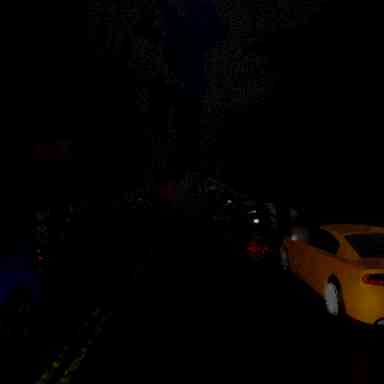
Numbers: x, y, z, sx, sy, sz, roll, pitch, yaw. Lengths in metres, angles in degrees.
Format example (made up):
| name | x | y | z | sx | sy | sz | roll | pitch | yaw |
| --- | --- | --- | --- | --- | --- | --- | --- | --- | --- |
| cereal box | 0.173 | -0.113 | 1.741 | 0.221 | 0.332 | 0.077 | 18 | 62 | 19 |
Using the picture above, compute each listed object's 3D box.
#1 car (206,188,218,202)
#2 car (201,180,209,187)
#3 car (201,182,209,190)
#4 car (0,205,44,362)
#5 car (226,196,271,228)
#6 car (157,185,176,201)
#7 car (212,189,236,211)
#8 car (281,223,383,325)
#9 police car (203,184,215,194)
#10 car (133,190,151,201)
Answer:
| name | x | y | z | sx | sy | sz | roll | pitch | yaw |
| --- | --- | --- | --- | --- | --- | --- | --- | --- | --- |
| car | 3.244 | 0.523 | 41.956 | 1.994 | 1.385 | 4.181 | 0 | 2 | 0 |
| car | 3.237 | -2.179 | 85.842 | 1.837 | 1.490 | 4.892 | 0 | 5 | 0 |
| car | 3.240 | -0.603 | 63.912 | 2.033 | 1.649 | 4.856 | 0 | 3 | 0 |
| car | -3.351 | 1.199 | 2.902 | 2.150 | 2.045 | 5.566 | 0 | 0 | 0 |
| car | 3.347 | 1.205 | 19.753 | 1.837 | 1.490 | 4.892 | 0 | 1 | 0 |
| car | -3.347 | 0.084 | 44.321 | 2.150 | 2.045 | 5.566 | 0 | 3 | 0 |
| car | 3.245 | 0.806 | 30.963 | 2.033 | 1.649 | 4.856 | 0 | 2 | 0 |
| car | 3.350 | 1.409 | 7.133 | 1.882 | 1.535 | 5.008 | 0 | 1 | 0 |
| police car | 3.242 | -0.060 | 53.050 | 1.930 | 1.638 | 5.238 | 0 | 2 | 0 |
| car | -6.592 | 0.405 | 44.537 | 2.033 | 1.411 | 5.357 | 0 | 2 | 0 |
